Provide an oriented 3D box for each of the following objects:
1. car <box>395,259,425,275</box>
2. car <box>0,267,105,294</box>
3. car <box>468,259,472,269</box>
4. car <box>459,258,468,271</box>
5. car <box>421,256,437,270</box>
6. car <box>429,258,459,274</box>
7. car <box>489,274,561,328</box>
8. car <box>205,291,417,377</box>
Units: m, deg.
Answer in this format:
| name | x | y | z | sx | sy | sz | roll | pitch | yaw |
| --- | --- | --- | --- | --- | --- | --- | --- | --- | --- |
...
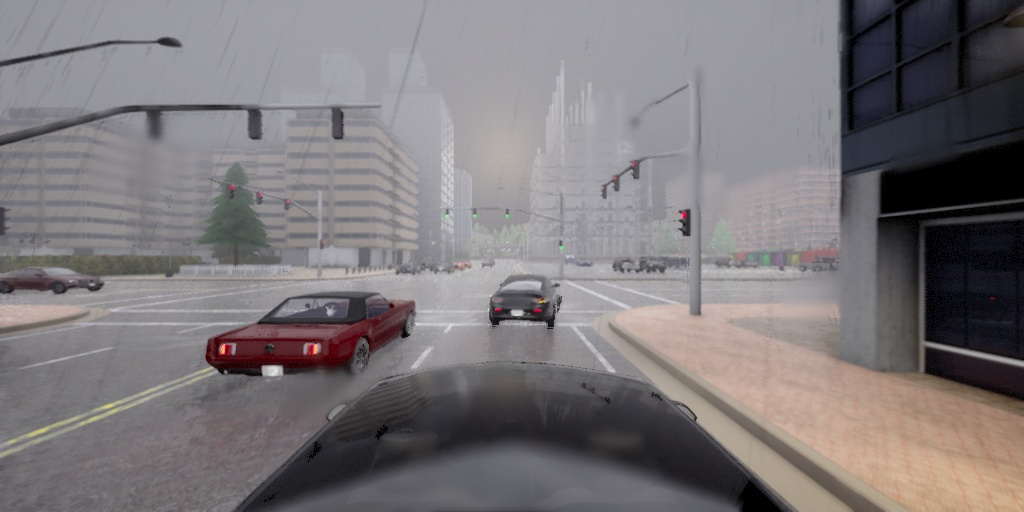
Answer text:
| name | x | y | z | sx | sy | sz | roll | pitch | yaw |
| --- | --- | --- | --- | --- | --- | --- | --- | --- | --- |
| car | -11.524 | 1.389 | 40.115 | 1.994 | 1.385 | 4.181 | 0 | 0 | 0 |
| car | -25.544 | 1.310 | 19.818 | 4.674 | 1.442 | 1.812 | 0 | 0 | 0 |
| car | -8.130 | 1.220 | 61.819 | 2.097 | 1.767 | 4.553 | 0 | 0 | 0 |
| car | -8.099 | 1.200 | 51.818 | 2.097 | 1.767 | 4.553 | 0 | 0 | 0 |
| car | -11.586 | 1.065 | 49.473 | 2.150 | 2.045 | 5.566 | 0 | 0 | 0 |
| car | -8.045 | 1.322 | 42.906 | 2.128 | 1.511 | 4.902 | 0 | 0 | 0 |
| car | 0.529 | 1.295 | 11.467 | 1.812 | 1.442 | 4.674 | 0 | 0 | 10 |
| car | -3.422 | 1.362 | 7.361 | 1.895 | 1.301 | 4.718 | 0 | 0 | 0 |
